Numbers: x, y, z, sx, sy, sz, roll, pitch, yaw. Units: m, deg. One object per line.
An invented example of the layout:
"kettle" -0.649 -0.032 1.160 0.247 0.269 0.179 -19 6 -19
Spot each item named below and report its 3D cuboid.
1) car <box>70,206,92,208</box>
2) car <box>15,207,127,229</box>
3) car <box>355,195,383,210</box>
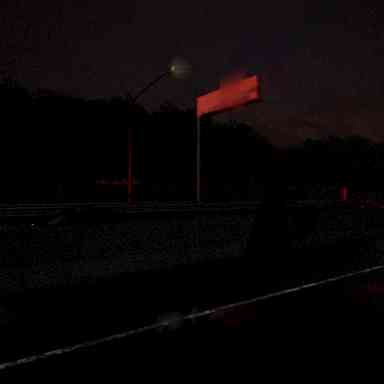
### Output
"car" -5.917 1.495 16.963 4.902 1.511 2.128 0 0 -35
"car" -4.826 1.527 13.445 4.674 1.442 1.812 0 0 -35
"car" 22.811 1.440 41.666 5.566 2.045 2.150 1 -1 -35
